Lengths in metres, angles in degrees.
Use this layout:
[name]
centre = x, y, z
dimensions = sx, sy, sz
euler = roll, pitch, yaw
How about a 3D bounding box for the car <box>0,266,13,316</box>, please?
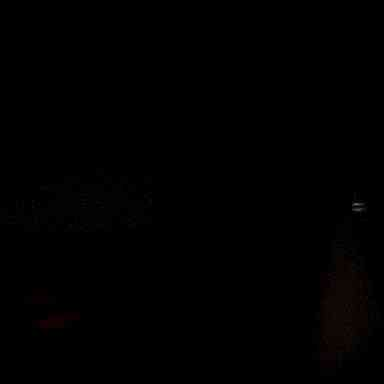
[car]
centre = -5.421, 1.521, 4.343
dimensions = 5.357, 1.411, 2.033
euler = 0, 0, -36
